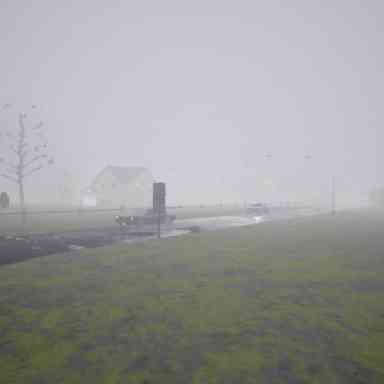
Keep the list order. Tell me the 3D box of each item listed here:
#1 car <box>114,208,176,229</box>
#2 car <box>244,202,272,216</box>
[{"bbox_3d":[-3.287,1.853,24.062,1.895,1.301,4.718,1,0,35],"label":"car"},{"bbox_3d":[8.055,2.020,40.010,1.837,1.490,4.892,1,0,36],"label":"car"}]
